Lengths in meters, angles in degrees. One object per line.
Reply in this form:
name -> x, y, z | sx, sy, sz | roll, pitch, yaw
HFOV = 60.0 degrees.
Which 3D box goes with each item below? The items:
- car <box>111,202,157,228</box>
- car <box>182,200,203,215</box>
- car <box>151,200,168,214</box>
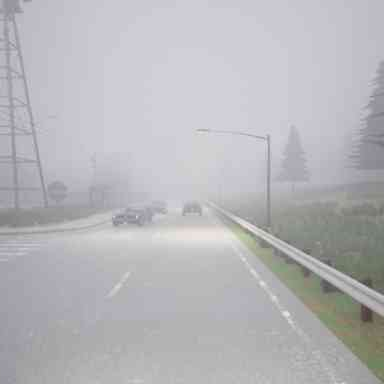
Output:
car -> -3.914, 1.608, 22.646 | 1.895, 1.301, 4.718 | 0, 0, 5
car -> 0.028, 1.536, 34.205 | 1.812, 1.442, 4.674 | 0, 0, 0
car -> -3.616, 1.559, 35.286 | 2.033, 1.411, 5.357 | 0, 0, 0
